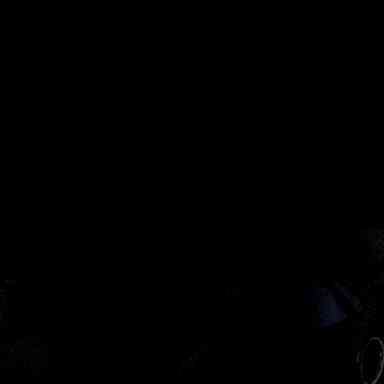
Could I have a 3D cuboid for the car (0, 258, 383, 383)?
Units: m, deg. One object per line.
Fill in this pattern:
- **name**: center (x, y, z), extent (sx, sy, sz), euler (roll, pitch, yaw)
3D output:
- **car**: center (0.441, 1.548, 3.691), extent (5.357, 1.411, 2.033), euler (0, 0, -35)
